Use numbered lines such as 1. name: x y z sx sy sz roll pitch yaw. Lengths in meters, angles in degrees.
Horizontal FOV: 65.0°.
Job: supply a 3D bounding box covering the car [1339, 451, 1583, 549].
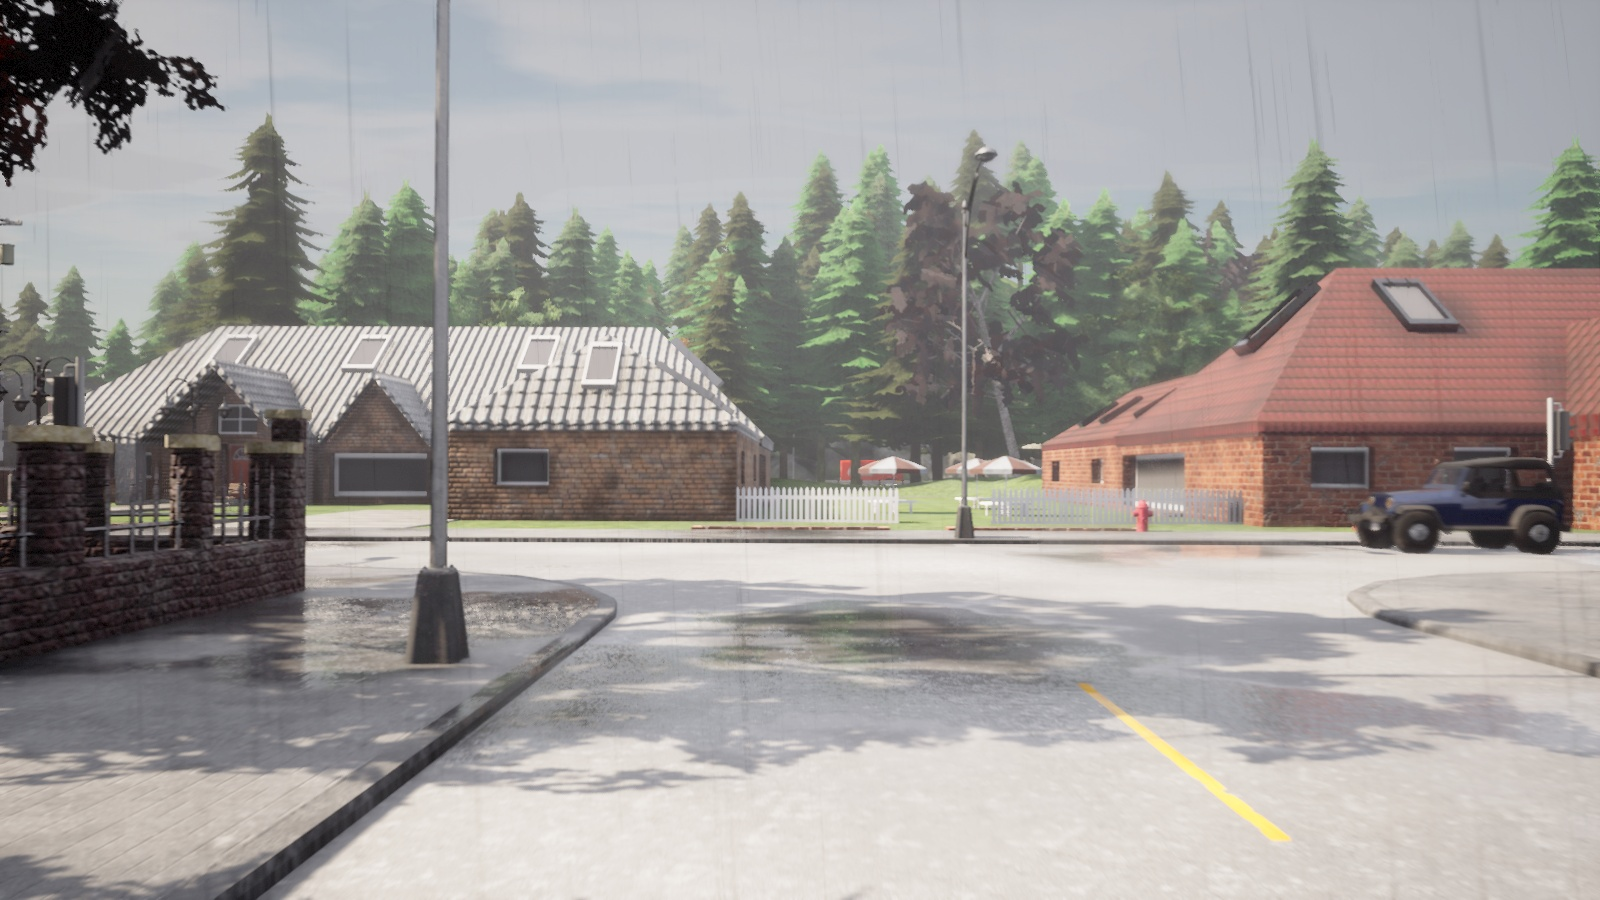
1. car: 13.138 0.984 25.154 3.866 1.878 1.905 0 -1 0
